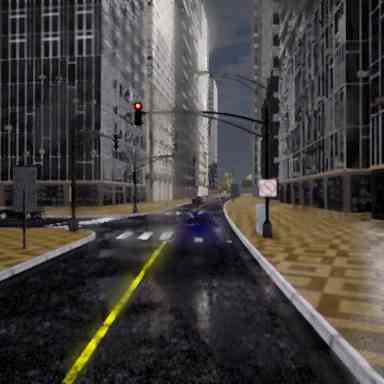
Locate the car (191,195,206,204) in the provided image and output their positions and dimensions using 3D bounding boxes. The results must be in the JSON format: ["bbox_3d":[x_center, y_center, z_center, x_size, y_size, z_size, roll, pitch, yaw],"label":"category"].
[{"bbox_3d":[0.985,1.420,60.461,1.882,1.535,5.008,0,0,8],"label":"car"}]

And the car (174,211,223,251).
[{"bbox_3d":[0.261,1.524,13.988,1.812,1.442,4.674,0,0,1],"label":"car"}]

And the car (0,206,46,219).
[{"bbox_3d":[-16.190,1.857,31.683,4.403,1.369,2.008,-1,1,10],"label":"car"}]

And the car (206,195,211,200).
[{"bbox_3d":[3.242,1.387,75.942,1.837,1.490,4.892,0,0,9],"label":"car"}]
